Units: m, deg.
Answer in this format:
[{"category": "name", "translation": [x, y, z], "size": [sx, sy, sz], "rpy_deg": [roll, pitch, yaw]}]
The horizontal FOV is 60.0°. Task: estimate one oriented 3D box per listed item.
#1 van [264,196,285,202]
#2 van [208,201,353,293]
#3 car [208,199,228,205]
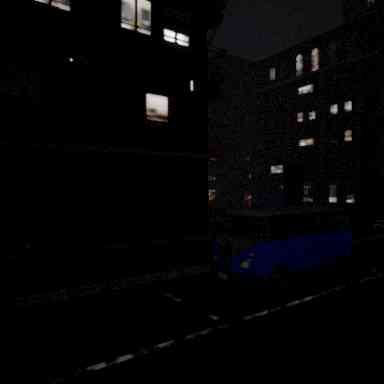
[{"category": "van", "translation": [9.909, 1.374, 37.826], "size": [1.690, 1.788, 3.998], "rpy_deg": [-2, 0, -36]}, {"category": "van", "translation": [2.366, 1.257, 8.384], "size": [3.998, 1.788, 1.690], "rpy_deg": [-1, 1, -36]}, {"category": "car", "translation": [3.079, 1.749, 47.019], "size": [1.752, 1.417, 4.829], "rpy_deg": [-2, 0, -36]}]
